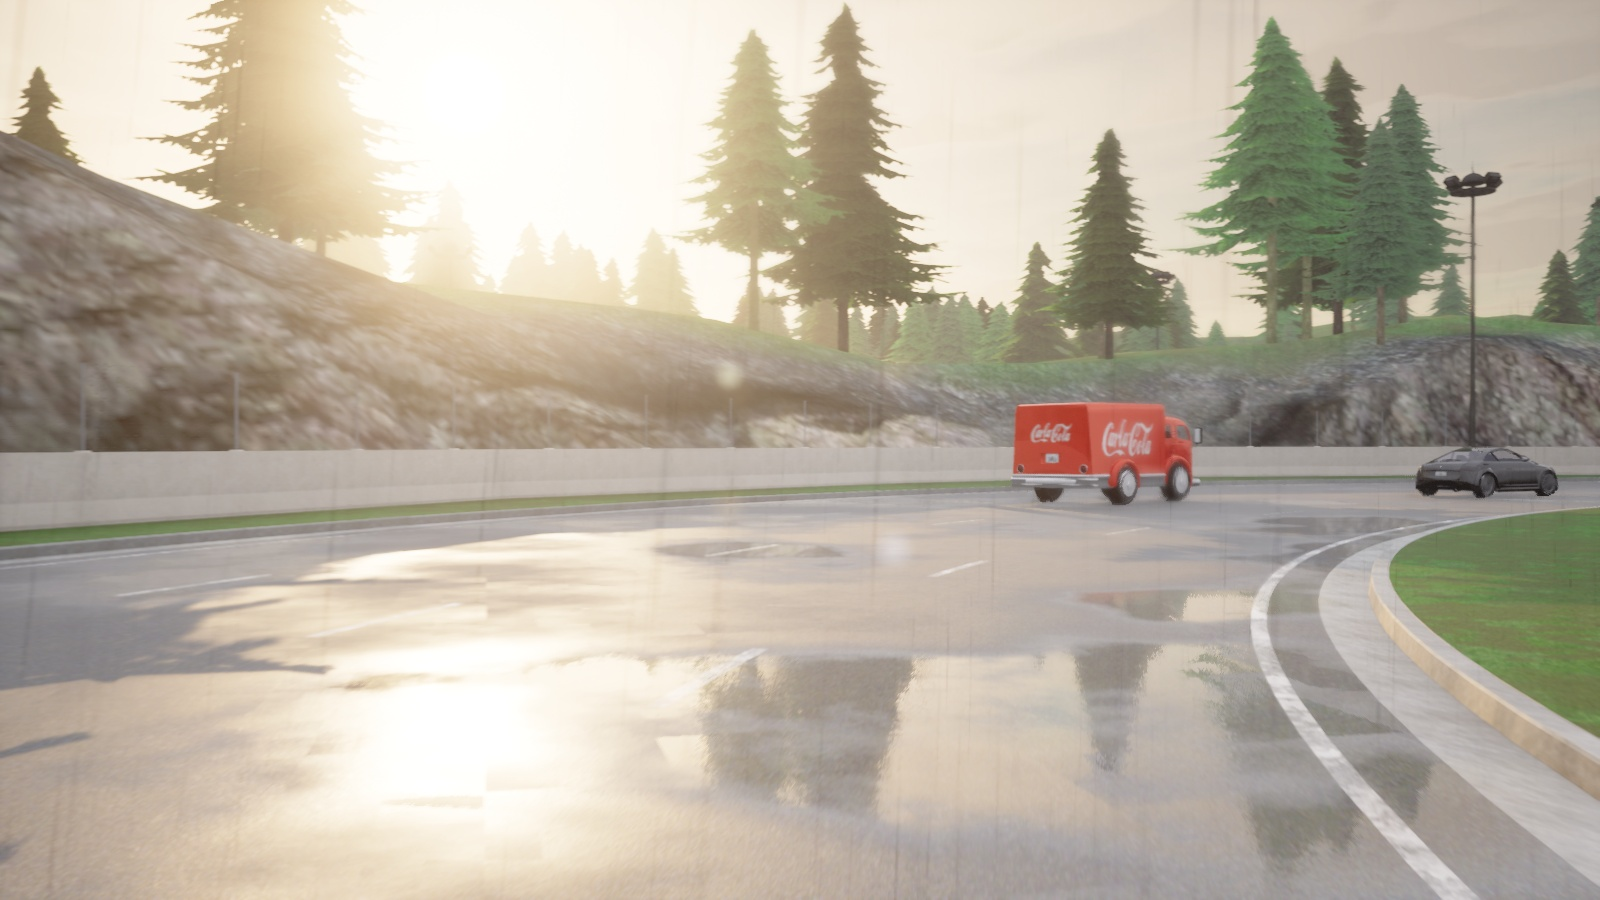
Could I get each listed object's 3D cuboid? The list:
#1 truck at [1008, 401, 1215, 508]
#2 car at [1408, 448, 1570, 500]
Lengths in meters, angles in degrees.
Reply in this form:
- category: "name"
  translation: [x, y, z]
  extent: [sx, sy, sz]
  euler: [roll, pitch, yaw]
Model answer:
- category: "truck"
  translation: [7.934, 0.094, 31.721]
  extent: [5.204, 2.467, 2.627]
  euler: [0, 0, -42]
- category: "car"
  translation: [19.373, 0.645, 35.305]
  extent: [4.181, 1.385, 1.994]
  euler: [0, 0, -28]
